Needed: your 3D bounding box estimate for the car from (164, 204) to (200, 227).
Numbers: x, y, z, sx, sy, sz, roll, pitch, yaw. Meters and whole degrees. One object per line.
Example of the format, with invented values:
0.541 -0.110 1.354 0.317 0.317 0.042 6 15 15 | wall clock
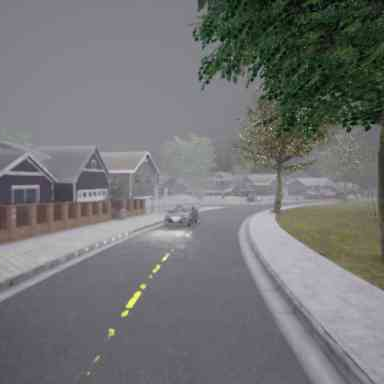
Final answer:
-0.646 1.642 24.192 2.128 1.511 4.902 0 0 11 | car
